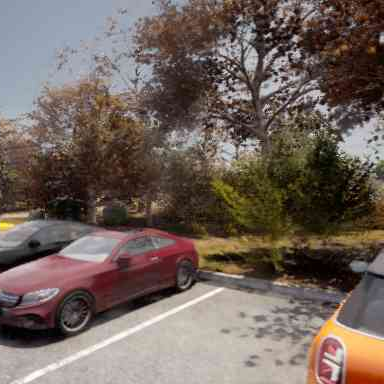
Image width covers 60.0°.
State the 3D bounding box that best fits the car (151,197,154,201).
[{"bbox_3d":[-8.496,1.119,61.959,4.718,1.301,1.895,0,0,40],"label":"car"}]

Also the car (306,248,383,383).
[{"bbox_3d":[2.878,1.355,3.725,2.185,1.767,4.553,0,0,35],"label":"car"}]

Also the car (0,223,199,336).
[{"bbox_3d":[-1.636,1.520,6.986,2.002,1.452,4.674,0,0,36],"label":"car"}]

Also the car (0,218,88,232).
[{"bbox_3d":[-3.903,1.483,8.607,2.097,1.535,5.008,0,0,36],"label":"car"}]

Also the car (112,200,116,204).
[{"bbox_3d":[-9.251,1.365,42.760,1.994,1.385,4.181,-4,-1,34],"label":"car"}]
